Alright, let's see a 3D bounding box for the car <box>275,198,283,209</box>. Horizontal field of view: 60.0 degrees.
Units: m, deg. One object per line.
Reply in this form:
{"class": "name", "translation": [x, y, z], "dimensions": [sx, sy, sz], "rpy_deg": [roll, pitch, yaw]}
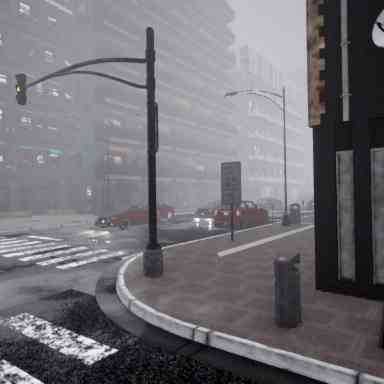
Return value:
{"class": "car", "translation": [8.393, 1.285, 37.155], "dimensions": [2.033, 1.411, 5.357], "rpy_deg": [-1, 0, 36]}

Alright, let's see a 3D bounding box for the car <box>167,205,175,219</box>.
{"class": "car", "translation": [-3.204, 1.459, 25.779], "dimensions": [1.887, 1.381, 4.507], "rpy_deg": [-1, 0, 36]}

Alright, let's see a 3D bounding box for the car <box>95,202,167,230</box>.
{"class": "car", "translation": [-3.843, 1.465, 20.358], "dimensions": [1.994, 1.385, 4.181], "rpy_deg": [-1, 0, 36]}

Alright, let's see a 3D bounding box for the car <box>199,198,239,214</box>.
{"class": "car", "translation": [2.815, 1.384, 33.893], "dimensions": [2.008, 1.369, 4.403], "rpy_deg": [-1, 0, 36]}

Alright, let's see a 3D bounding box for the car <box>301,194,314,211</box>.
{"class": "car", "translation": [12.923, 1.196, 33.542], "dimensions": [1.947, 1.339, 4.313], "rpy_deg": [-1, 0, 36]}

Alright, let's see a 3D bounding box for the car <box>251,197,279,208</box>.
{"class": "car", "translation": [9.483, 1.311, 43.053], "dimensions": [1.947, 1.339, 4.313], "rpy_deg": [-1, 0, 36]}

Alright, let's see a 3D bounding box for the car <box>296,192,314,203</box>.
{"class": "car", "translation": [19.479, 0.931, 56.793], "dimensions": [2.192, 1.841, 5.009], "rpy_deg": [-1, 0, 36]}

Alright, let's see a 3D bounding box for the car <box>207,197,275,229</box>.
{"class": "car", "translation": [3.013, 1.201, 19.740], "dimensions": [1.967, 1.590, 4.097], "rpy_deg": [-1, 0, 36]}

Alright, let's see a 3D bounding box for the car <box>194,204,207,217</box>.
{"class": "car", "translation": [2.417, 1.365, 28.958], "dimensions": [2.033, 1.411, 5.357], "rpy_deg": [-1, 0, 36]}
